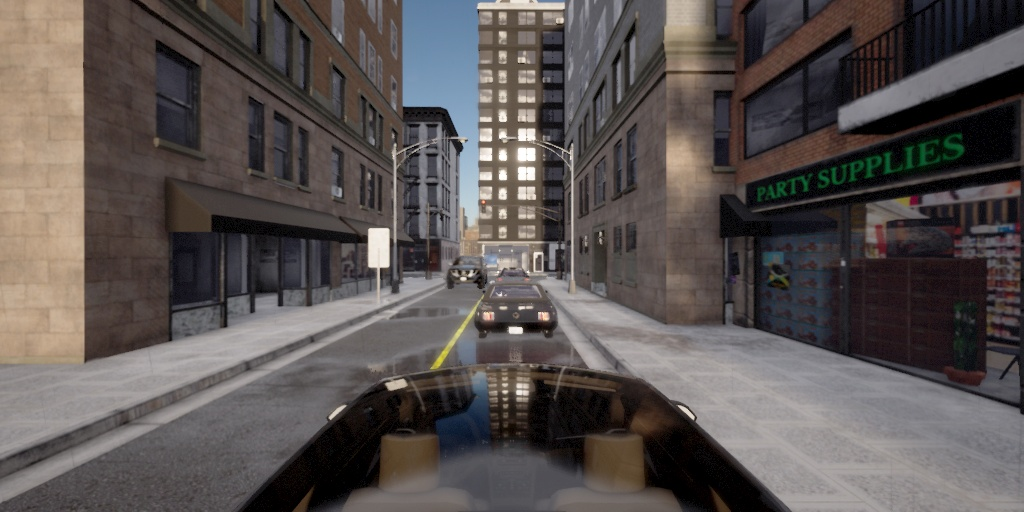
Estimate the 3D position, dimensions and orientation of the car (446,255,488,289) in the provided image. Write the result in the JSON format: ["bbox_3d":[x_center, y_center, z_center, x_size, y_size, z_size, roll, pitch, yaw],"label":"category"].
[{"bbox_3d":[-2.777,0.974,23.210,2.150,2.045,5.566,0,0,0],"label":"car"}]

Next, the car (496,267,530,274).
[{"bbox_3d":[0.068,1.314,20.047,1.994,1.385,4.181,0,0,0],"label":"car"}]

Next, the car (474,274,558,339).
[{"bbox_3d":[0.090,1.351,10.080,1.895,1.301,4.718,0,0,0],"label":"car"}]
